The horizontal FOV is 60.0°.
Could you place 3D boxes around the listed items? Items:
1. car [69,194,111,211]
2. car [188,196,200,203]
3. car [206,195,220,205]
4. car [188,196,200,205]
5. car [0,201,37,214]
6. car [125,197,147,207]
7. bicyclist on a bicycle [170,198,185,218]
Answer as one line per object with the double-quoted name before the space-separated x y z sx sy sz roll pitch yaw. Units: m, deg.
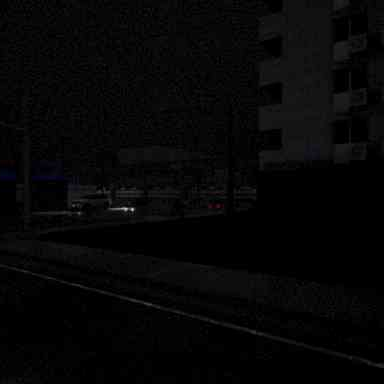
"car" -12.335 1.219 40.738 2.150 2.045 5.566 0 0 29
"car" 0.354 1.561 67.487 1.994 1.385 4.181 0 0 -8
"car" 3.882 1.524 58.485 1.812 1.442 4.674 0 0 4
"car" 0.410 1.562 59.076 1.994 1.385 4.181 0 0 4
"car" -17.921 1.599 32.486 1.895 1.301 4.718 0 0 35
"car" -8.387 1.489 50.014 2.128 1.511 4.902 0 0 15
"bicyclist on a bicycle" -1.204 1.299 27.316 1.656 1.620 0.582 0 0 36
